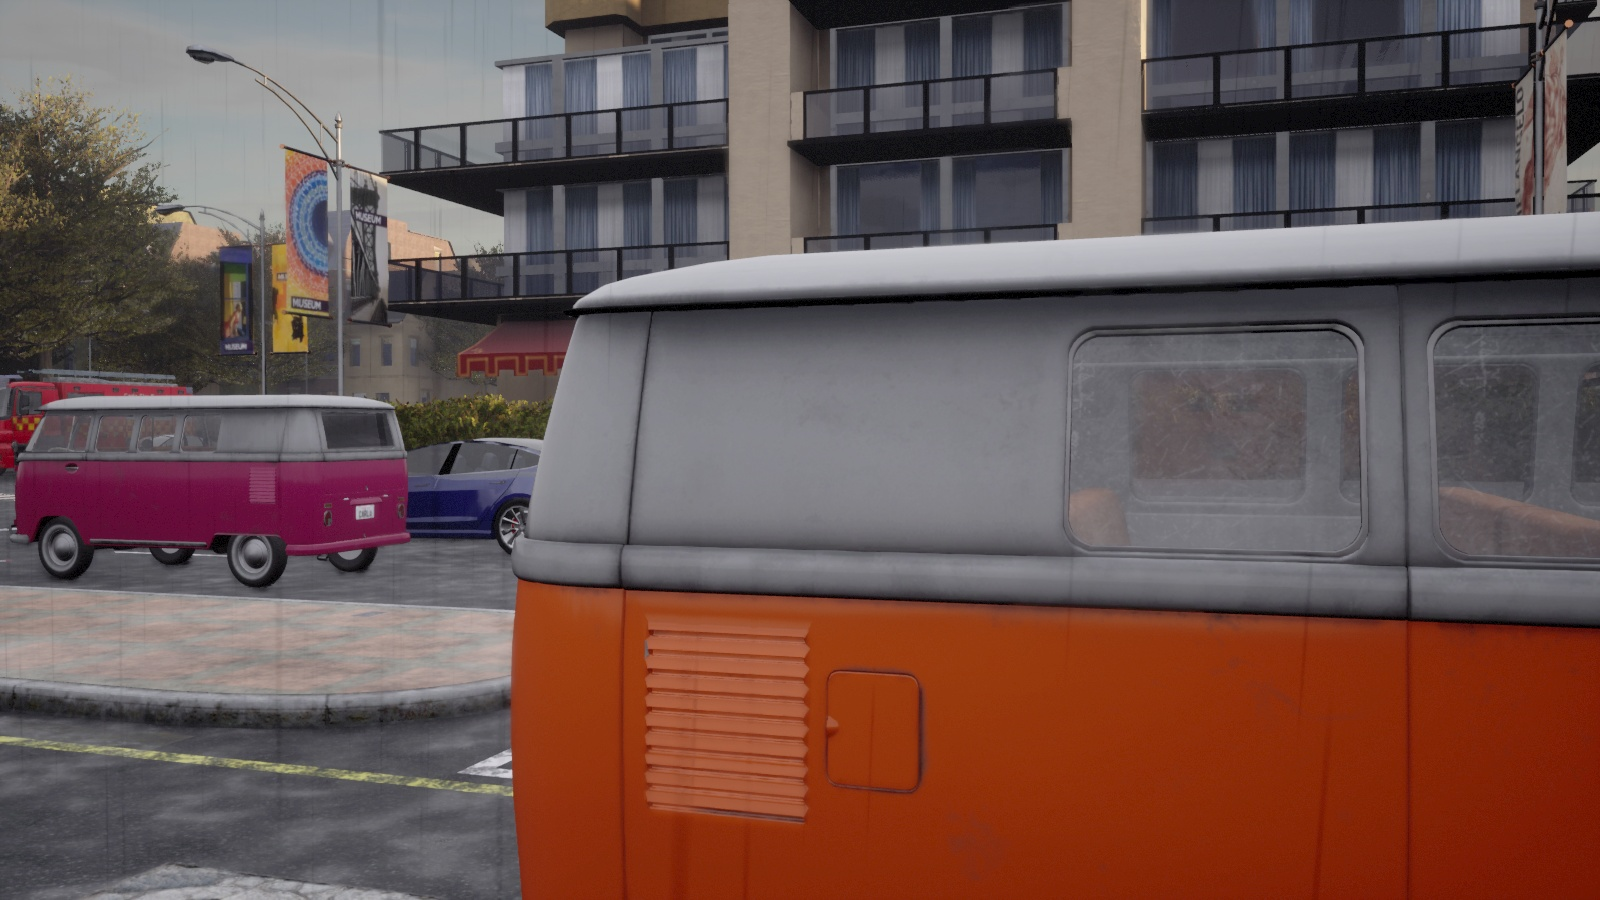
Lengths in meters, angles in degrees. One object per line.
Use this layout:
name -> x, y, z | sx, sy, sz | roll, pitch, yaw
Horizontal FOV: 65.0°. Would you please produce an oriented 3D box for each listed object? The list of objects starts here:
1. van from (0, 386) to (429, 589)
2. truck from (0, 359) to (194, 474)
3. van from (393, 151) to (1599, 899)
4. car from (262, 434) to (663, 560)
van -> -6.511, 0.334, 13.820 | 4.442, 1.987, 1.775 | 1, 1, 19
truck -> -26.770, -1.180, 46.298 | 2.891, 3.827, 8.468 | 1, 1, 18
van -> 1.570, 0.543, 2.661 | 4.442, 1.987, 1.775 | 1, 1, 19
car -> -4.484, 0.540, 16.834 | 4.792, 1.488, 2.163 | 1, 1, 19
